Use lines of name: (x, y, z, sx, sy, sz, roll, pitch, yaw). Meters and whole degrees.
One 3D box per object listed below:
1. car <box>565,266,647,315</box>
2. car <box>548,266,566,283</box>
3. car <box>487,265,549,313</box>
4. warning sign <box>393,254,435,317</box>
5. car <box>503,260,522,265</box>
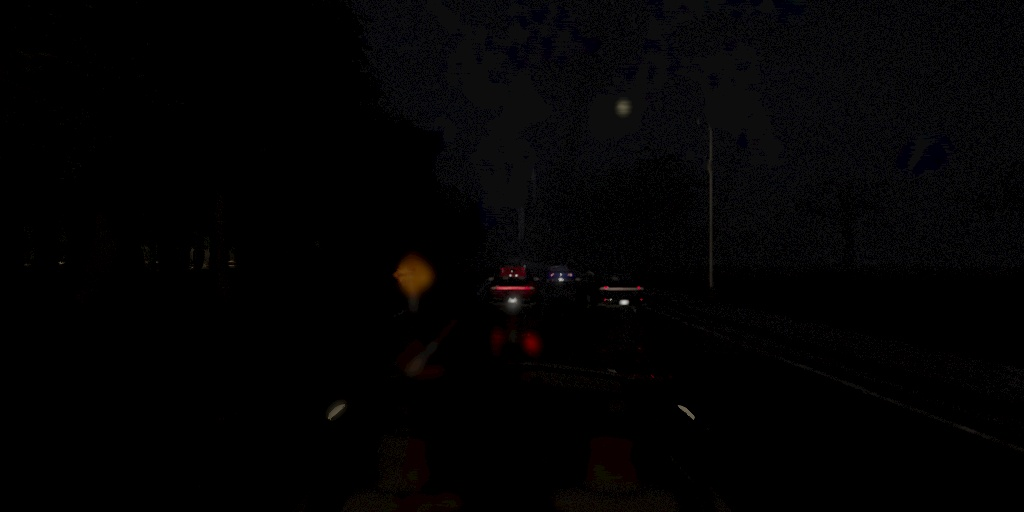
car: (3.568, 1.259, 13.771, 2.128, 1.511, 4.902, 0, 0, 0)
car: (3.560, 1.389, 27.775, 1.895, 1.301, 4.718, 0, 0, 0)
car: (0.069, 1.260, 14.033, 2.128, 1.511, 4.902, 0, 0, 0)
warning sign: (-3.051, 0.879, 11.151, 1.300, 1.860, 1.060, 0, 0, 0)
car: (0.067, 1.141, 28.918, 2.097, 1.767, 4.553, 0, 0, 0)
